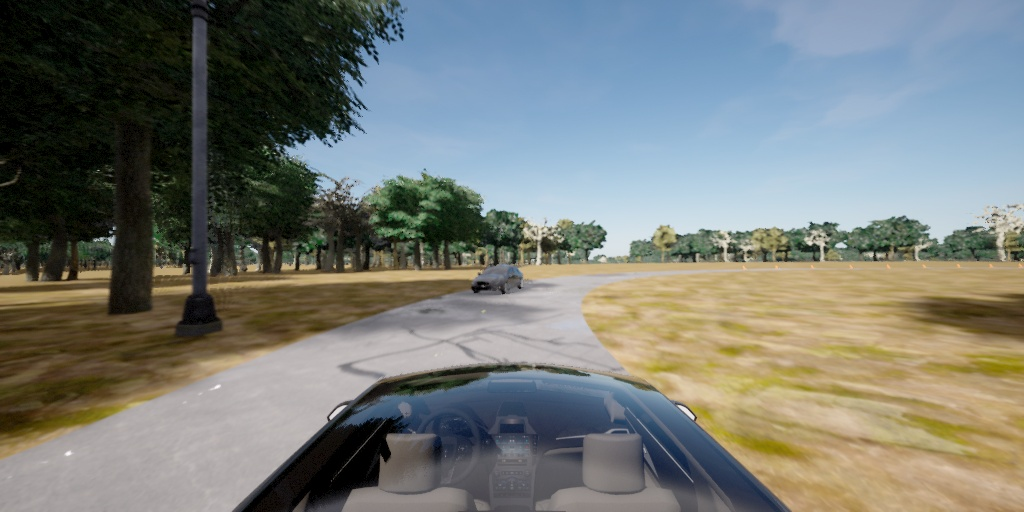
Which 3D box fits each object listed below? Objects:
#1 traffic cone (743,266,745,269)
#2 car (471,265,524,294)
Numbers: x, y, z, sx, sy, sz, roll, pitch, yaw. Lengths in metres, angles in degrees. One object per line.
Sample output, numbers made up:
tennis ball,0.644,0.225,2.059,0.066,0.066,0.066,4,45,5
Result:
traffic cone,33.894,1.666,52.405,0.340,0.580,0.340,0,0,-10
car,-0.697,1.279,20.436,1.837,1.490,4.892,-1,0,19
